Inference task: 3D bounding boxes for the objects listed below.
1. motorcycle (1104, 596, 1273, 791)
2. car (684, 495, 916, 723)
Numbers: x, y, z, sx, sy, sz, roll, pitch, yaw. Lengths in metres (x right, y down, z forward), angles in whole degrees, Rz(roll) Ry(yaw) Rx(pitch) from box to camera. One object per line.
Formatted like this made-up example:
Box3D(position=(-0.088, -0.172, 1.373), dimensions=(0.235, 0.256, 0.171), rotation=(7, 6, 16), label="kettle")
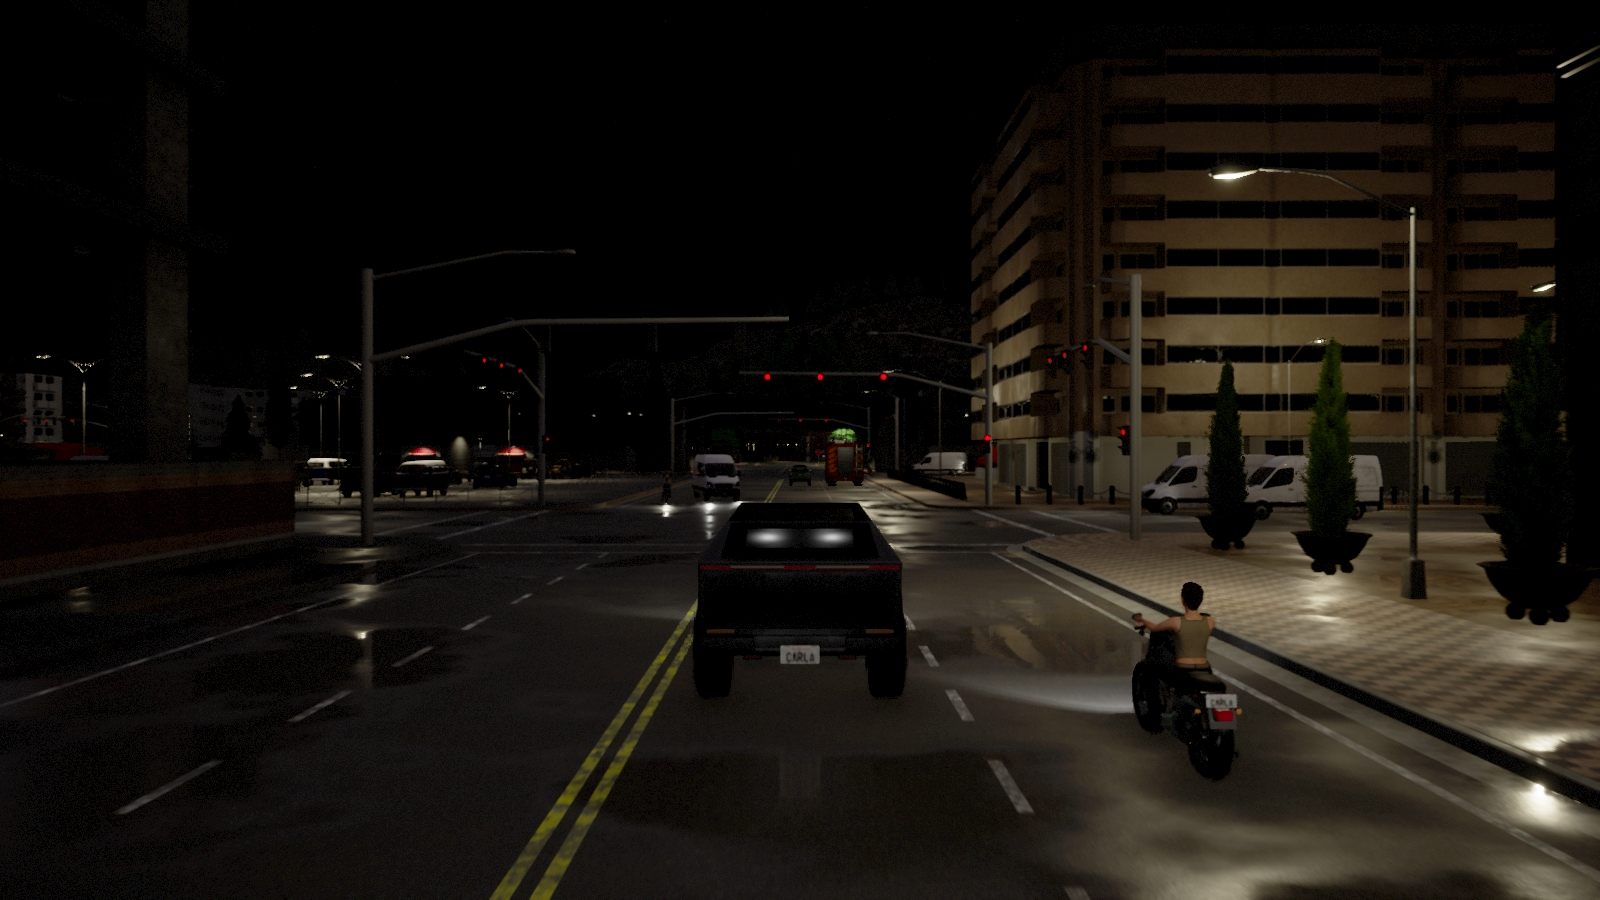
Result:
Box3D(position=(3.503, 2.155, 10.564), dimensions=(0.764, 1.307, 2.356), rotation=(0, 0, 0), label="motorcycle")
Box3D(position=(0.000, 1.754, 14.861), dimensions=(2.390, 2.098, 6.274), rotation=(0, 0, 0), label="car")
